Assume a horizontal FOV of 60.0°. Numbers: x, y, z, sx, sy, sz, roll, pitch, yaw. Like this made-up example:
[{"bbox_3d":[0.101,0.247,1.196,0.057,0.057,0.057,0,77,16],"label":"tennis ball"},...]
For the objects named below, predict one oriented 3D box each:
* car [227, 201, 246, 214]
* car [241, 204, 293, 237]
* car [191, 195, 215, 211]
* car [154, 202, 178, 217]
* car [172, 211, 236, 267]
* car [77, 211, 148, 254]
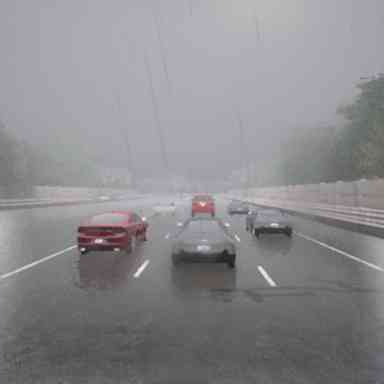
[{"bbox_3d":[4.609,1.622,33.683,1.994,1.385,4.181,0,0,2],"label":"car"},{"bbox_3d":[4.133,1.591,18.389,1.994,1.385,4.181,0,0,2],"label":"car"},{"bbox_3d":[1.072,1.274,32.510,2.150,2.045,5.566,0,0,2],"label":"car"},{"bbox_3d":[-2.446,1.649,32.051,1.895,1.301,4.718,0,0,2],"label":"car"},{"bbox_3d":[0.402,1.578,11.572,1.994,1.385,4.181,0,0,2],"label":"car"},{"bbox_3d":[-3.029,1.491,13.607,1.882,1.535,5.008,0,0,2],"label":"car"}]
